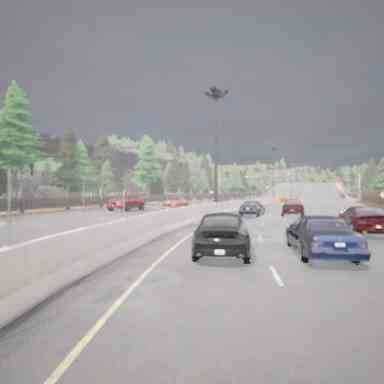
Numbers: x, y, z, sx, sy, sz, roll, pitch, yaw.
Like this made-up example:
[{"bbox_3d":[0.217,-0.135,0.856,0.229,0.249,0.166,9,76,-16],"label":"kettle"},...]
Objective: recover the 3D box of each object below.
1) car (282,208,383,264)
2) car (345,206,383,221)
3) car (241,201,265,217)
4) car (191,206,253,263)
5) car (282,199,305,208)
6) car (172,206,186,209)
[{"bbox_3d":[4.552,1.541,11.917,2.033,1.411,5.357,0,0,8],"label":"car"},{"bbox_3d":[9.272,1.479,18.025,1.882,1.535,5.008,0,0,12],"label":"car"},{"bbox_3d":[5.610,1.504,30.848,2.033,1.411,5.357,0,0,19],"label":"car"},{"bbox_3d":[1.096,1.483,11.997,1.837,1.490,4.892,0,0,7],"label":"car"},{"bbox_3d":[9.722,1.451,31.802,1.882,1.535,5.008,0,0,20],"label":"car"},{"bbox_3d":[-2.186,1.253,40.557,2.097,1.767,4.553,0,0,21],"label":"car"}]
